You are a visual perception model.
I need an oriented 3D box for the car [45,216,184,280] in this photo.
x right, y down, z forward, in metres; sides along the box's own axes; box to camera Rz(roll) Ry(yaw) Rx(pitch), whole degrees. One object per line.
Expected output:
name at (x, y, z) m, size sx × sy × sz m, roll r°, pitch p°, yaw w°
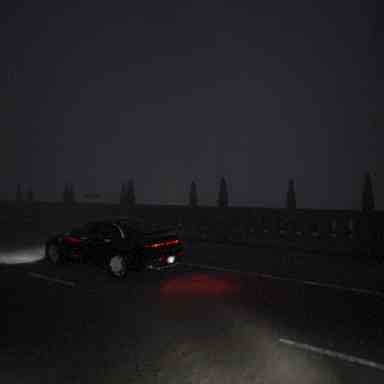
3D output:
car at (-2.508, 1.510, 10.077) m, size 4.892 × 1.490 × 1.837 m, roll 0°, pitch 0°, yaw 35°
